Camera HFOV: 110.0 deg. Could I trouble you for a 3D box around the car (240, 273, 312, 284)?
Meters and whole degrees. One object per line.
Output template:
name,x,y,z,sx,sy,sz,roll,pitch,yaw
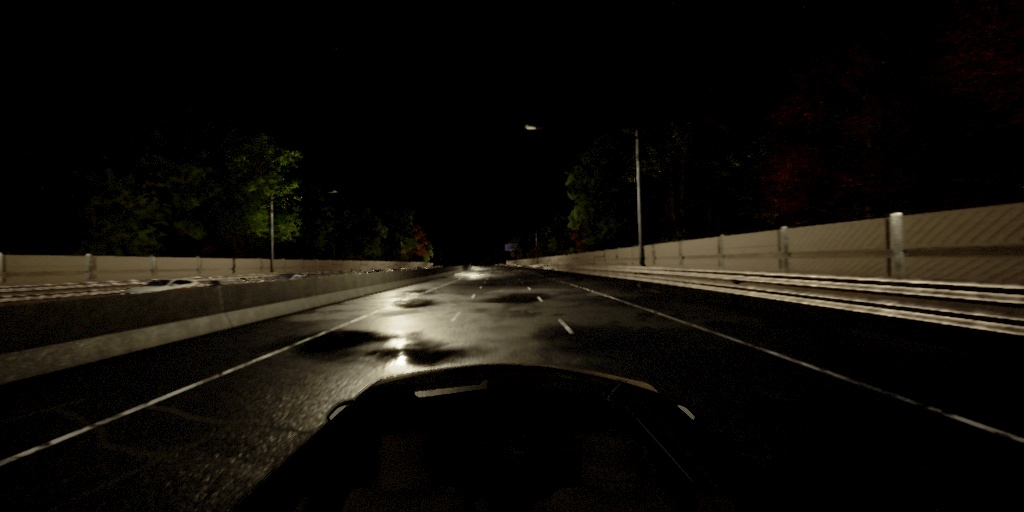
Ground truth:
car,-14.623,1.908,23.306,2.128,1.511,4.902,-2,-1,-1

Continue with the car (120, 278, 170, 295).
car,-21.600,2.118,22.497,1.812,1.442,4.674,-2,-1,-1

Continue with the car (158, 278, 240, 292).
car,-18.080,2.085,21.746,1.895,1.301,4.718,-2,-1,-1
